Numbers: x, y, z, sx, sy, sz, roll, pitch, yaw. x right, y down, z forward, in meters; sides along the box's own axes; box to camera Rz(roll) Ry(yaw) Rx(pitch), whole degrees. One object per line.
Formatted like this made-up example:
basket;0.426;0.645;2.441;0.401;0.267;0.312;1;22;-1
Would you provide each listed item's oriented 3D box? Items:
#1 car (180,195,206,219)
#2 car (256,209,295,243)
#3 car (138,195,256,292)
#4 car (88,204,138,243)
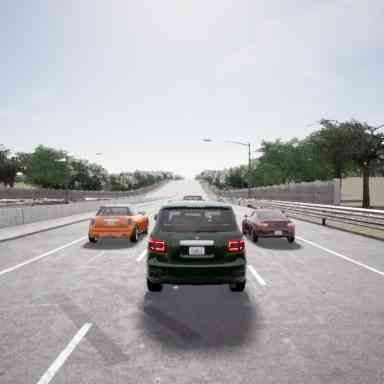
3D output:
car;0.070;1.264;30.583;2.150;2.045;5.566;0;0;0
car;3.584;1.526;16.075;1.812;1.442;4.674;0;0;0
car;0.091;1.219;9.078;2.150;2.045;5.566;0;0;0
car;-3.420;1.352;16.308;2.097;1.767;4.553;0;0;1
